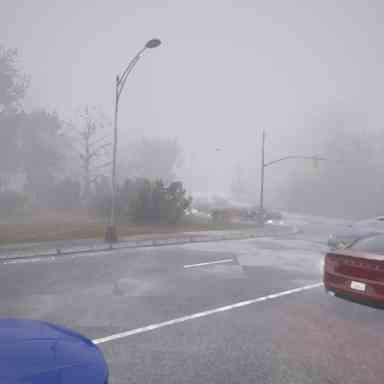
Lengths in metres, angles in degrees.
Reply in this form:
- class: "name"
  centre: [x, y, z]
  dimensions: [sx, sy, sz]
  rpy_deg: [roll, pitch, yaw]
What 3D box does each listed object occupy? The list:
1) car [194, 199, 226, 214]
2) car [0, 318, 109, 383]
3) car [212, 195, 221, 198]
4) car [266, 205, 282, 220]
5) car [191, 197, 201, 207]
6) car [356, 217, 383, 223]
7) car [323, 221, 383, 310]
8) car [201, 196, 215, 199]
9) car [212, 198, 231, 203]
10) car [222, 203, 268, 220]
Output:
- class: "car"
  centre: [2.249, 2.034, 42.784]
  dimensions: [1.994, 1.385, 4.181]
  rpy_deg: [3, 0, -19]
- class: "car"
  centre: [-2.899, 1.478, 1.675]
  dimensions: [5.008, 1.535, 1.882]
  rpy_deg: [0, 0, -36]
- class: "car"
  centre: [5.264, 1.823, 58.243]
  dimensions: [2.128, 1.511, 4.902]
  rpy_deg: [2, 2, -13]
- class: "car"
  centre: [8.096, 2.214, 37.261]
  dimensions: [1.837, 1.490, 4.892]
  rpy_deg: [3, -1, -21]
- class: "car"
  centre: [-0.662, 1.701, 52.344]
  dimensions: [2.128, 1.511, 4.902]
  rpy_deg: [2, 1, -15]
- class: "car"
  centre: [7.431, 1.727, 13.176]
  dimensions: [4.674, 1.442, 1.812]
  rpy_deg: [2, -1, -30]
- class: "car"
  centre: [4.959, 1.554, 7.317]
  dimensions: [5.008, 1.535, 1.882]
  rpy_deg: [1, -1, -35]
- class: "car"
  centre: [1.904, 1.728, 56.498]
  dimensions: [1.837, 1.490, 4.892]
  rpy_deg: [2, 2, -12]
- class: "car"
  centre: [4.620, 2.103, 46.472]
  dimensions: [2.033, 1.411, 5.357]
  rpy_deg: [3, 1, -18]
- class: "car"
  centre: [5.407, 2.168, 34.585]
  dimensions: [1.895, 1.301, 4.718]
  rpy_deg: [3, -1, -23]
